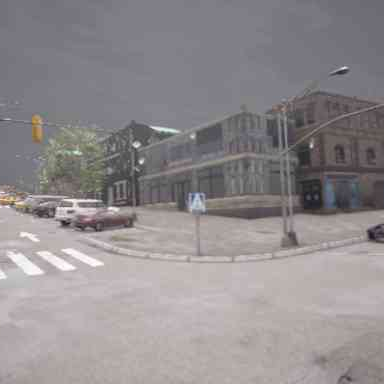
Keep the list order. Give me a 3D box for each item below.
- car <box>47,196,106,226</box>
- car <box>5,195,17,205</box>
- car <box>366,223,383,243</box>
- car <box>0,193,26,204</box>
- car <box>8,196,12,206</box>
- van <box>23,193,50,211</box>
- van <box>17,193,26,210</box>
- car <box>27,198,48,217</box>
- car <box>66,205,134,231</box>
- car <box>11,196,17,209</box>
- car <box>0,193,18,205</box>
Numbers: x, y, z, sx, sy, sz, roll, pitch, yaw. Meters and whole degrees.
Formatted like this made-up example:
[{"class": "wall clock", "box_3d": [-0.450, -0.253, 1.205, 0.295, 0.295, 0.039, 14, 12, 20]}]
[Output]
[{"class": "car", "box_3d": [-8.055, 1.607, 26.441, 2.435, 2.045, 5.566, 1, 0, 33]}, {"class": "car", "box_3d": [-22.550, 1.523, 45.796, 2.002, 1.452, 4.674, 1, 0, 33]}, {"class": "car", "box_3d": [11.157, 1.656, 16.192, 4.792, 1.488, 2.163, -7, -4, 38]}, {"class": "car", "box_3d": [-31.726, 1.122, 57.807, 2.185, 1.767, 4.553, 1, 0, 32]}, {"class": "car", "box_3d": [-20.724, 1.570, 43.380, 2.002, 1.452, 4.674, 2, 0, 33]}, {"class": "van", "box_3d": [-15.354, 1.444, 36.003, 1.878, 1.987, 4.442, 2, 0, 33]}, {"class": "van", "box_3d": [-17.166, 1.397, 38.429, 1.878, 1.987, 4.442, 2, 0, 33]}, {"class": "car", "box_3d": [-13.498, 1.719, 33.678, 2.231, 1.521, 4.892, 1, 0, 33]}, {"class": "car", "box_3d": [-6.261, 1.945, 24.001, 2.002, 1.452, 4.674, 1, 0, 33]}, {"class": "car", "box_3d": [-18.817, 1.576, 41.110, 1.946, 1.575, 5.366, 1, 0, 33]}, {"class": "car", "box_3d": [-27.912, 1.341, 53.173, 1.946, 1.575, 5.366, 1, 0, 33]}]
